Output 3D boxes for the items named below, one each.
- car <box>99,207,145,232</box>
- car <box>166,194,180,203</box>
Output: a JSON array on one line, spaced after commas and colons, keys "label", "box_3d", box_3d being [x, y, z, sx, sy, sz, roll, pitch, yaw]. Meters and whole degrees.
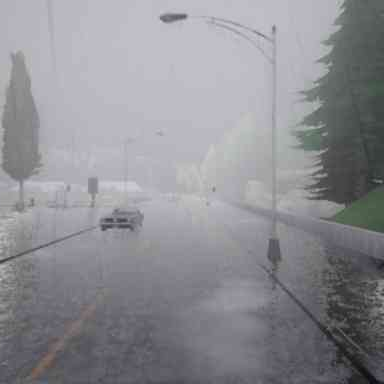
[{"label": "car", "box_3d": [-4.088, 1.582, 19.996, 1.895, 1.301, 4.718, 0, 0, 0]}, {"label": "car", "box_3d": [-3.989, 1.537, 65.544, 1.895, 1.301, 4.718, 0, 0, 0]}]
